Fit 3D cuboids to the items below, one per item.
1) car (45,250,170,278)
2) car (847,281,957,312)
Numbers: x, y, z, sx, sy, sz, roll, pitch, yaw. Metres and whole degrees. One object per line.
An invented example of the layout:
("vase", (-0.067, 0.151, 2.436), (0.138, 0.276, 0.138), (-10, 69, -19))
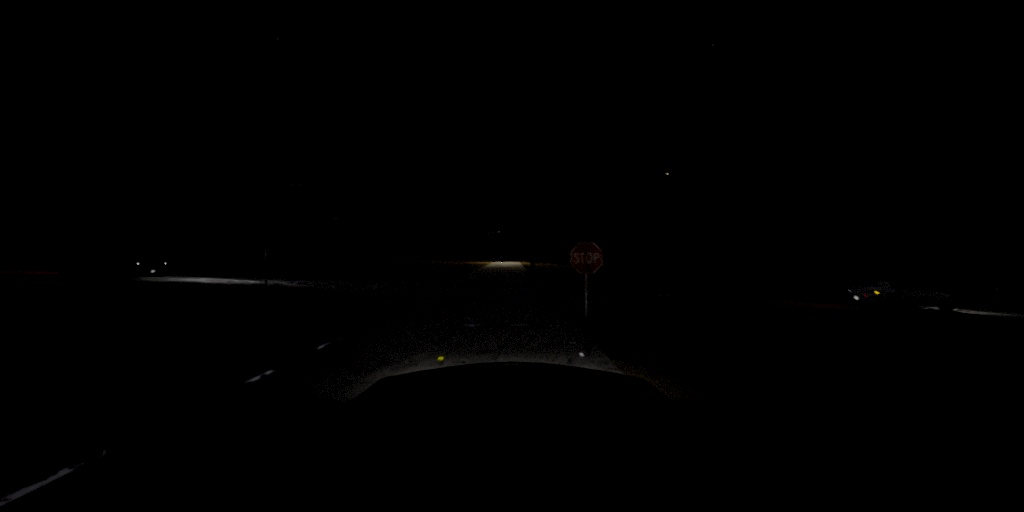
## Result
("car", (-21.024, 0.391, 18.813), (4.718, 1.301, 1.895), (2, -1, 0))
("car", (20.580, 2.071, 19.052), (4.674, 1.442, 1.812), (2, -1, 0))
